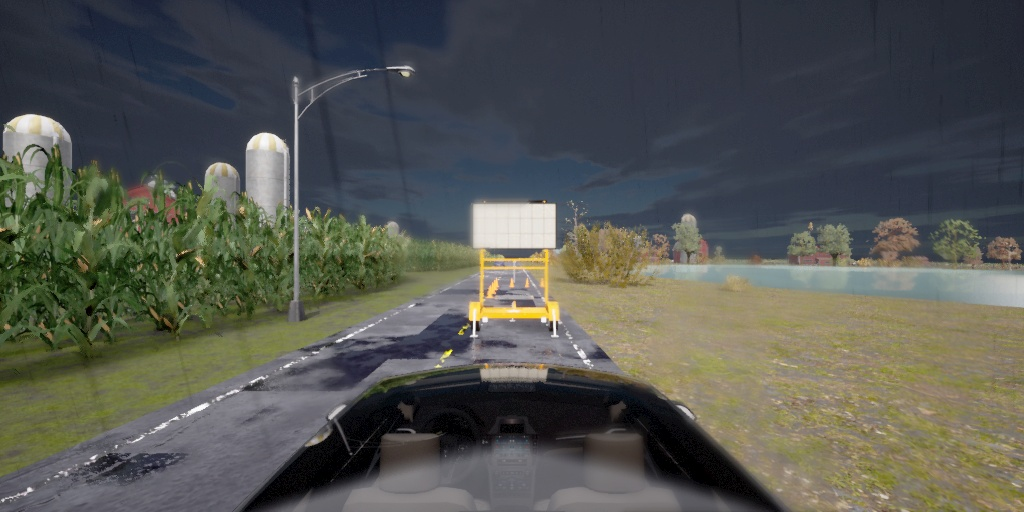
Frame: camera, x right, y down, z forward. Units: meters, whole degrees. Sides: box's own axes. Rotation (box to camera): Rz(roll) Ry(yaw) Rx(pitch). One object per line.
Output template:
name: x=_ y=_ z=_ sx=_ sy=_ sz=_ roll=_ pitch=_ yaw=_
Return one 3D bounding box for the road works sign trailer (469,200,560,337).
road works sign trailer: x=0.069 y=0.217 z=10.259 sx=2.380 sy=3.560 sz=2.880 roll=0 pitch=0 yaw=0

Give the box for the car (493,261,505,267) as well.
car: x=-2.294 y=1.376 z=64.038 sx=1.812 sy=1.442 sz=4.674 roll=0 pitch=0 yaw=0
